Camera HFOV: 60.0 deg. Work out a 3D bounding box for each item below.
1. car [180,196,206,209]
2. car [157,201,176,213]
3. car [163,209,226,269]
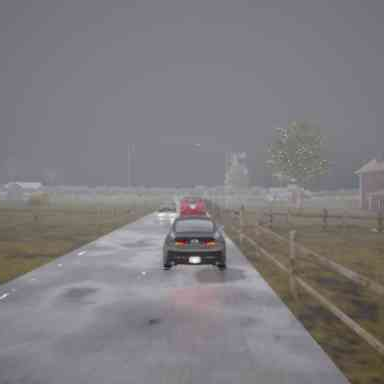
[{"bbox_3d":[0.082,1.356,29.598,2.150,2.045,5.566,0,0,0],"label":"car"},{"bbox_3d":[-2.858,1.757,38.892,1.994,1.385,4.181,0,0,0],"label":"car"},{"bbox_3d":[0.079,1.550,11.267,1.837,1.490,4.892,0,0,0],"label":"car"}]
